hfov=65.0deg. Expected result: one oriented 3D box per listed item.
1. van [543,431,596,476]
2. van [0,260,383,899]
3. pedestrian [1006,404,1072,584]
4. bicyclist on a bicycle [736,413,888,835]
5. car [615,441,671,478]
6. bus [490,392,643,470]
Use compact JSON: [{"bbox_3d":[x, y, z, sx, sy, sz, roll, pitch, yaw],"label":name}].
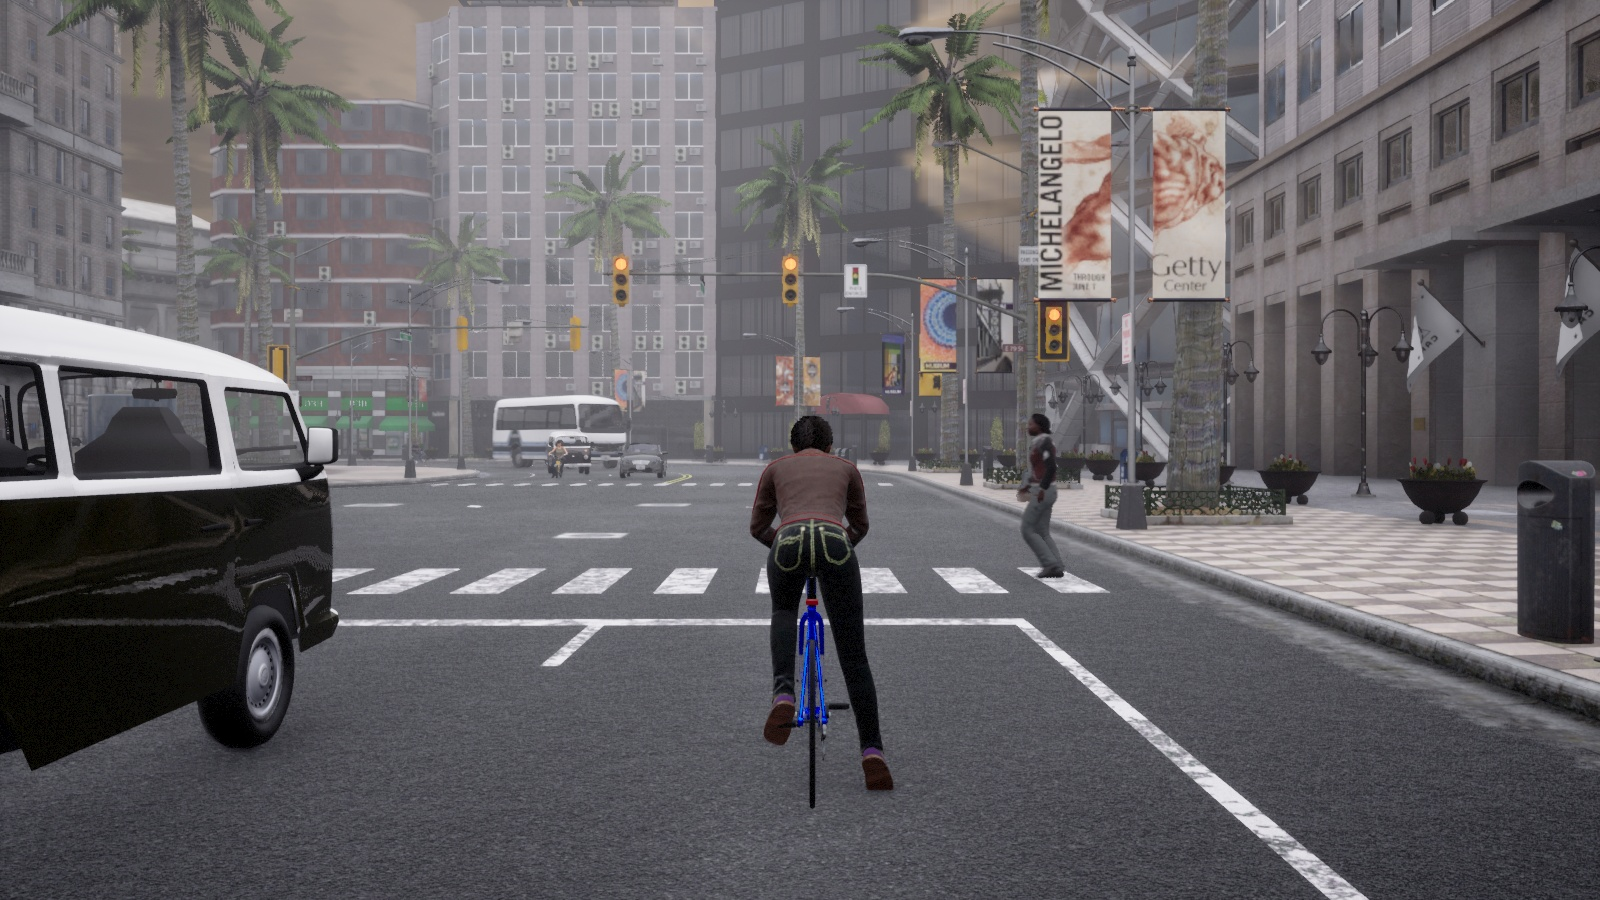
[{"bbox_3d":[-11.155,0.112,60.476,2.069,2.038,4.480,0,1,-16],"label":"van"},{"bbox_3d":[-3.447,0.439,5.000,2.069,2.038,4.480,0,0,0],"label":"van"},{"bbox_3d":[2.615,0.474,13.749,0.666,1.930,0.402,0,0,17],"label":"pedestrian"},{"bbox_3d":[0.052,0.667,5.656,0.582,1.620,1.656,0,0,0],"label":"bicyclist on a bicycle"},{"bbox_3d":[-6.750,0.391,54.298,2.128,1.511,4.902,0,0,-4],"label":"car"},{"bbox_3d":[-13.905,-1.058,73.843,3.944,4.253,10.273,0,0,-43],"label":"bus"}]
